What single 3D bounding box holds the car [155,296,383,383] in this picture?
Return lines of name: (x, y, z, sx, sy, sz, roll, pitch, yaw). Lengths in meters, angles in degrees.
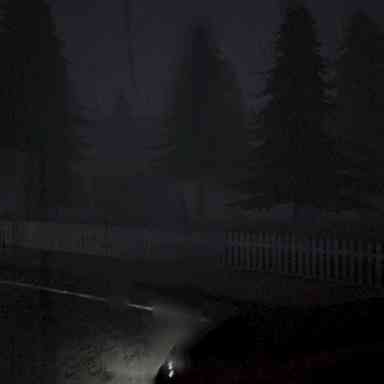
car: (1.697, 1.544, 2.451, 4.181, 1.385, 1.994, 0, 0, 35)
